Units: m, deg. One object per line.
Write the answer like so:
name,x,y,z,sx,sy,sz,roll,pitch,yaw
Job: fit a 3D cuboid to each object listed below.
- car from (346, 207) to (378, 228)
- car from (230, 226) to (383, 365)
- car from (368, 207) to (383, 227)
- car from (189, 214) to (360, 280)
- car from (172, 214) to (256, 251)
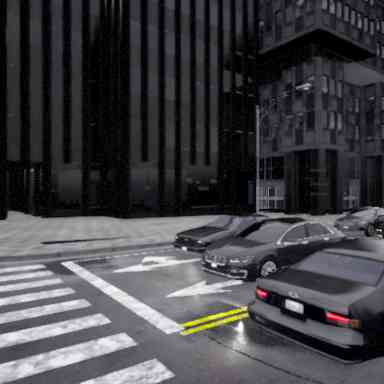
car,9.929,1.585,18.727,4.674,1.442,1.812,0,0,-36
car,3.397,1.567,5.863,5.357,1.411,2.033,0,0,-35
car,10.176,1.558,14.930,4.892,1.490,1.837,0,0,-36
car,2.510,1.528,9.466,4.892,1.490,1.837,0,0,-36
car,1.907,1.576,13.028,5.357,1.411,2.033,0,0,-35
